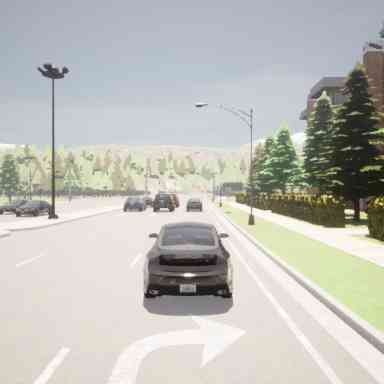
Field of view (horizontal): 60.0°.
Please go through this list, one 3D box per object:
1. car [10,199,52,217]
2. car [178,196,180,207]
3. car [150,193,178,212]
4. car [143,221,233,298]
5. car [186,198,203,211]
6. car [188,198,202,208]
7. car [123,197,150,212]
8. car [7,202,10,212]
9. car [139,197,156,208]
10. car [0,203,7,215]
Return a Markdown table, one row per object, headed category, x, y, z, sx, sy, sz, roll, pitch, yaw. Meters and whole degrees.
| category | x | y | z | sx | sy | sz | roll | pitch | yaw |
| --- | --- | --- | --- | --- | --- | --- | --- | --- | --- |
| car | -14.894 | 1.526 | 31.707 | 1.812 | 1.442 | 4.674 | 0 | 0 | 1 |
| car | -3.054 | 1.221 | 49.441 | 2.150 | 2.045 | 5.566 | 0 | 0 | 1 |
| car | -3.216 | 1.221 | 38.798 | 2.150 | 2.045 | 5.566 | 0 | 0 | 1 |
| car | -0.085 | 1.504 | 8.473 | 1.837 | 1.490 | 4.892 | 0 | 0 | 0 |
| car | 0.297 | 1.491 | 39.606 | 2.128 | 1.511 | 4.902 | 0 | 0 | 1 |
| car | 0.450 | 1.564 | 49.671 | 1.994 | 1.385 | 4.181 | 0 | 0 | 1 |
| car | -6.705 | 1.352 | 39.537 | 2.097 | 1.767 | 4.553 | 0 | 0 | 1 |
| car | -18.348 | 1.526 | 35.080 | 1.812 | 1.442 | 4.674 | 0 | 0 | 1 |
| car | -6.554 | 1.505 | 49.464 | 1.837 | 1.490 | 4.892 | 0 | 0 | 1 |
| car | -15.030 | 1.221 | 21.903 | 2.150 | 2.045 | 5.566 | 0 | 0 | 1 |
